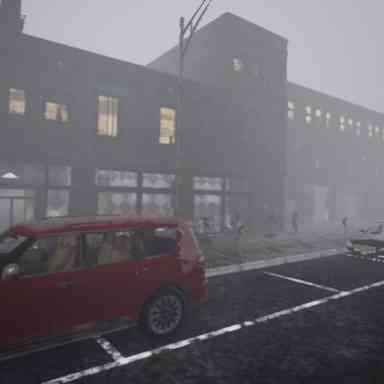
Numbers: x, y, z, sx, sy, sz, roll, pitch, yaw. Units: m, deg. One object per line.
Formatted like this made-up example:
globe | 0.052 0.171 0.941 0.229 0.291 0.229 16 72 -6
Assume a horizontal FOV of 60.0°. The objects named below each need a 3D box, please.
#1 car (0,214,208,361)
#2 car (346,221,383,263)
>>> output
car | -2.033 1.329 5.090 5.009 1.841 2.192 1 0 -35
car | 7.151 1.688 11.646 4.403 1.369 2.008 1 0 -35
